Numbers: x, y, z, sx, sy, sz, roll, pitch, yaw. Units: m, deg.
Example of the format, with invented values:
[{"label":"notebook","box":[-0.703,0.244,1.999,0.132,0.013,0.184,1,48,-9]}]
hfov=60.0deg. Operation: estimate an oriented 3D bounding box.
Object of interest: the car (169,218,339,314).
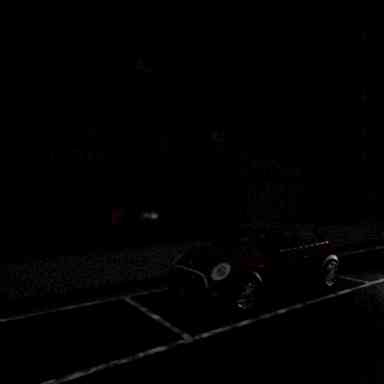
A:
[{"label":"car","box":[1.471,1.449,7.559,4.097,1.590,1.967,0,0,-35]}]
